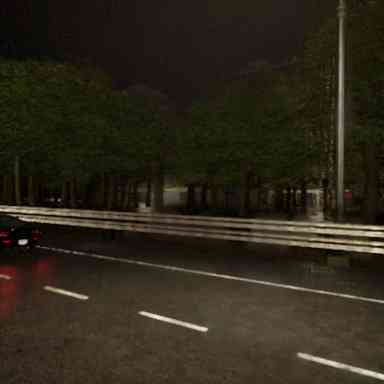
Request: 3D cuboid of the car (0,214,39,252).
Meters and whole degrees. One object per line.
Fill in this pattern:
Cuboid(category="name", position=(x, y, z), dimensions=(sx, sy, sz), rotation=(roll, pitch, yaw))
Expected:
Cuboid(category="car", position=(-7.834, 1.570, 12.860), dimensions=(4.674, 1.442, 1.812), rotation=(0, -1, 33))
